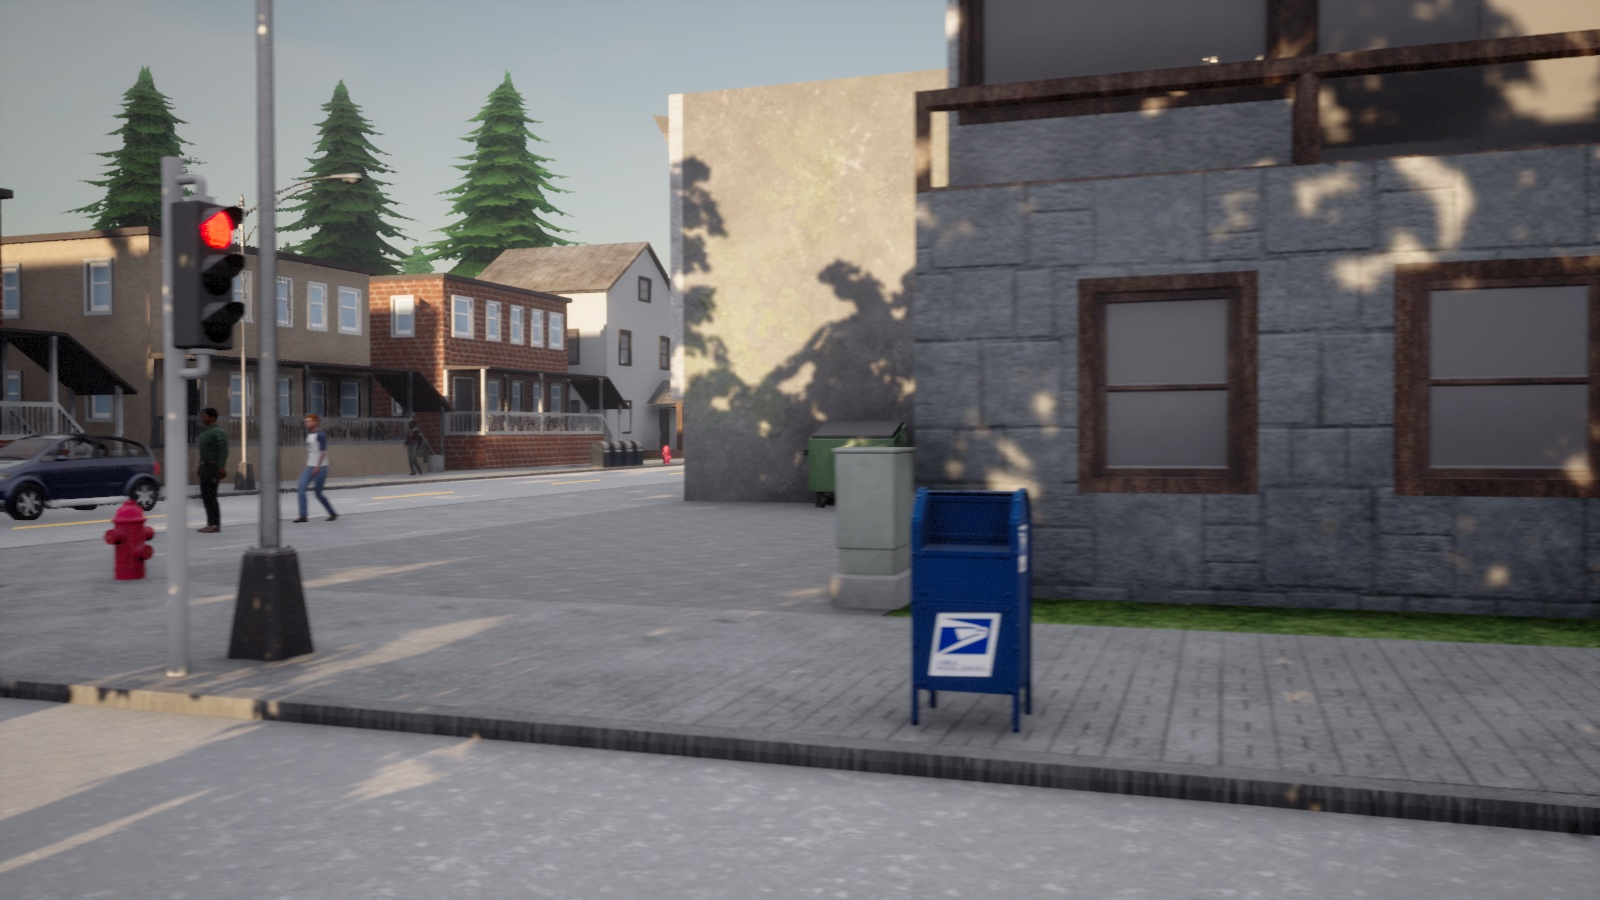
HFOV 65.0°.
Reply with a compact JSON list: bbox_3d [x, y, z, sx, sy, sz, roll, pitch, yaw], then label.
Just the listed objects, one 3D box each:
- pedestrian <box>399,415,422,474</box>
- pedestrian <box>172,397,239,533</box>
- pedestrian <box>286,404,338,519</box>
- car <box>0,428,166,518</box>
[{"bbox_3d":[-12.928,-0.180,41.689,0.402,1.930,0.666,1,1,18],"label":"pedestrian"},{"bbox_3d":[-8.665,0.210,18.318,0.788,1.949,0.423,-1,1,-42],"label":"pedestrian"},{"bbox_3d":[-7.924,0.180,20.402,0.354,1.836,0.706,1,1,37],"label":"pedestrian"},{"bbox_3d":[-14.144,0.373,23.670,1.789,1.549,3.705,1,1,19],"label":"car"}]
